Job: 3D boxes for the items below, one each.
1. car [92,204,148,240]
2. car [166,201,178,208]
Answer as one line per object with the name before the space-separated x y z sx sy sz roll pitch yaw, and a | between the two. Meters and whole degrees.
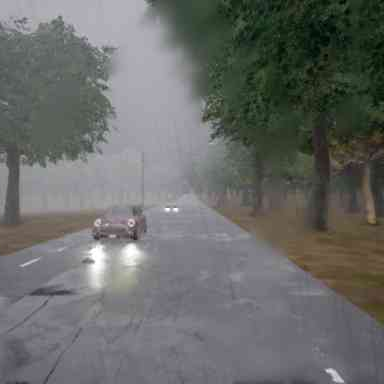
car | -3.603 1.437 17.325 2.097 1.767 4.553 0 0 0
car | -3.550 2.176 59.391 1.895 1.301 4.718 0 -1 1
